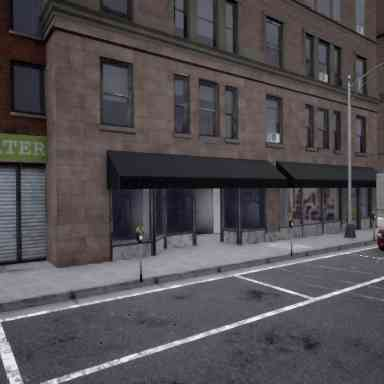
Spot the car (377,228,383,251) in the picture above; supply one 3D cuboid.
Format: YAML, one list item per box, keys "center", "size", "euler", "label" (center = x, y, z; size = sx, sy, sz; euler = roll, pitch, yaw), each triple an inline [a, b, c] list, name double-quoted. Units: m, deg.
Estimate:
- center: [8.926, 1.541, 12.923]
  size: [4.507, 1.381, 1.887]
  euler: [0, -1, -36]
  label: "car"
